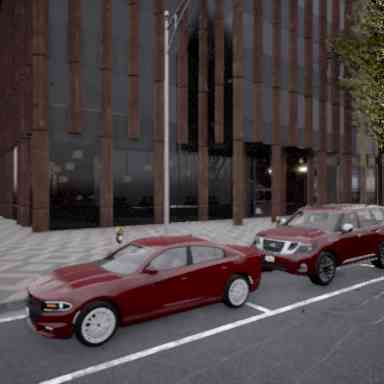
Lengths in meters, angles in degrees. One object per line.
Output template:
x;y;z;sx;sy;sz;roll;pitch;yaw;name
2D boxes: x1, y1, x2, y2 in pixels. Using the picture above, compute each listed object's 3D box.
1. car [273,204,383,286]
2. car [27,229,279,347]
3.953;1.304;9.587;5.009;1.841;2.192;0;0;-36;car
-0.638;1.541;6.311;4.507;1.381;1.887;0;0;-36;car
